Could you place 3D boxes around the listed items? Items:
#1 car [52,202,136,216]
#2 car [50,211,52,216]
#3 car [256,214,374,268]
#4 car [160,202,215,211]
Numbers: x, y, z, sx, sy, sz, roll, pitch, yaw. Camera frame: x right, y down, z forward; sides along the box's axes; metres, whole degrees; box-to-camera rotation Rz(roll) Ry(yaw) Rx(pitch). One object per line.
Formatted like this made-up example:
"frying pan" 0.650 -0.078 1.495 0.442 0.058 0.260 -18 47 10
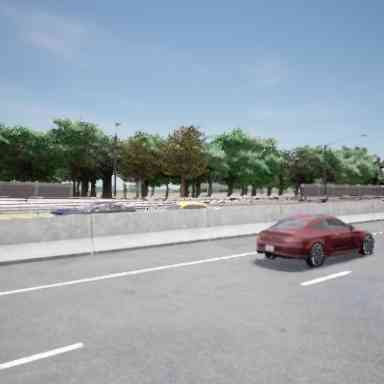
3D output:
"car" -5.927 1.432 21.252 4.902 1.511 2.128 -1 0 -35
"car" -7.754 1.539 24.249 4.718 1.301 1.895 -1 0 -35
"car" 4.125 1.450 10.999 4.674 1.442 1.812 -1 0 -36
"car" -0.543 1.388 20.786 5.008 1.535 1.882 -1 0 -35
